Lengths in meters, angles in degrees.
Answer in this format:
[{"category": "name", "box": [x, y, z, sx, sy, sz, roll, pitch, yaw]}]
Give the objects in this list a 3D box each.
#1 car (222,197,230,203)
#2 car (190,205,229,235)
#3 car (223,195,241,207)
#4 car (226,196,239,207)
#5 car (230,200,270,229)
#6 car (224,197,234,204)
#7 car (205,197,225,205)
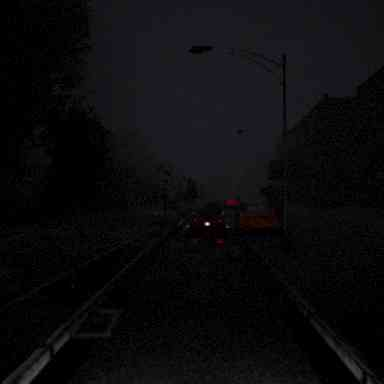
[{"category": "car", "box": [8.800, 1.954, 86.384, 2.002, 1.452, 4.674, 0, 0, 2]}, {"category": "car", "box": [0.944, 1.661, 19.530, 1.994, 1.385, 4.181, 0, 0, 4]}, {"category": "car", "box": [6.589, 1.513, 53.042, 2.435, 2.045, 5.566, 0, 0, 5]}, {"category": "car", "box": [7.039, 1.666, 58.509, 2.185, 1.767, 4.553, 0, 0, 5]}, {"category": "car", "box": [4.308, 1.643, 25.409, 2.163, 1.488, 4.792, 0, 0, 4]}, {"category": "car", "box": [8.297, 1.898, 75.182, 2.163, 1.488, 4.792, 0, 0, 4]}, {"category": "car", "box": [2.538, 1.709, 39.767, 2.128, 1.511, 4.902, 0, 0, 5]}]
